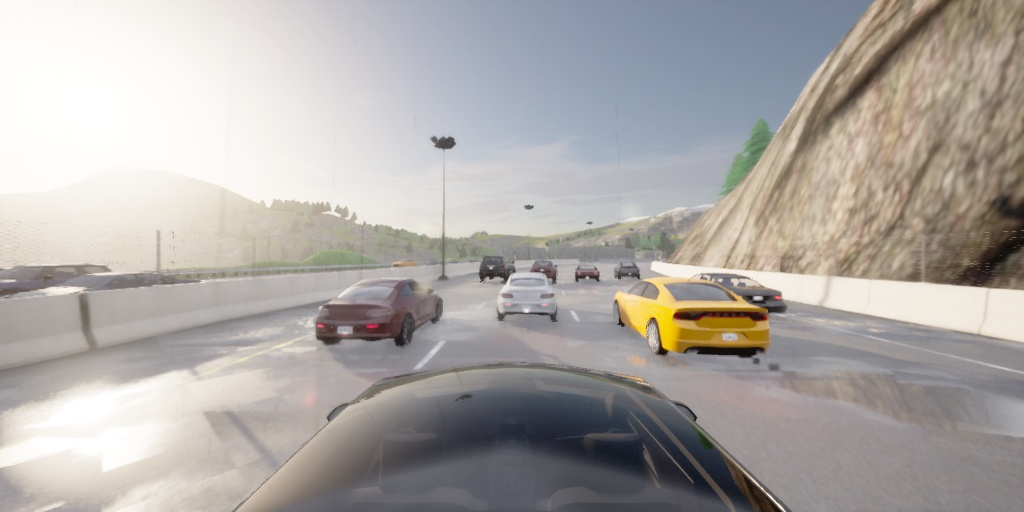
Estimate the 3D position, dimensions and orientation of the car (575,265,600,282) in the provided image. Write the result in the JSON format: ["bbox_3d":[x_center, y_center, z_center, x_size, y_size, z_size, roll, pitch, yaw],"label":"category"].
[{"bbox_3d":[6.161,1.373,29.653,1.895,1.301,4.718,0,0,10],"label":"car"}]

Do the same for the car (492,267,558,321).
[{"bbox_3d":[0.564,1.280,12.365,1.812,1.442,4.674,0,0,4],"label":"car"}]

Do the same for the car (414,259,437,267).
[{"bbox_3d":[-12.727,1.222,56.459,2.128,1.511,4.902,0,0,17],"label":"car"}]

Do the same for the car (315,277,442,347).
[{"bbox_3d":[-3.134,1.270,9.239,1.812,1.442,4.674,0,0,2],"label":"car"}]

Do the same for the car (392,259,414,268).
[{"bbox_3d":[-16.604,1.198,55.701,1.882,1.535,5.008,0,0,17],"label":"car"}]

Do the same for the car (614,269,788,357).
[{"bbox_3d":[3.851,1.239,8.637,1.882,1.535,5.008,0,0,2],"label":"car"}]

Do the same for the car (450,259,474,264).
[{"bbox_3d":[-6.704,1.222,52.224,1.882,1.535,5.008,0,0,16],"label":"car"}]

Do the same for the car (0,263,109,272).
[{"bbox_3d":[-17.107,1.062,12.959,2.097,1.767,4.553,0,0,4],"label":"car"}]

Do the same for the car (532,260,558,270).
[{"bbox_3d":[2.693,1.115,29.928,2.097,1.767,4.553,0,0,10],"label":"car"}]

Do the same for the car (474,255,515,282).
[{"bbox_3d":[-1.095,0.975,28.693,2.150,2.045,5.566,0,0,9],"label":"car"}]

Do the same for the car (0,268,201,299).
[{"bbox_3d":[-13.683,1.266,12.352,2.033,1.411,5.357,0,0,3],"label":"car"}]

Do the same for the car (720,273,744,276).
[{"bbox_3d":[7.607,1.319,13.307,2.033,1.411,5.357,0,0,4],"label":"car"}]

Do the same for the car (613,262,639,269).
[{"bbox_3d":[10.156,1.274,31.882,2.128,1.511,4.902,0,0,11],"label":"car"}]

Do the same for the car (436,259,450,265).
[{"bbox_3d":[-9.417,1.303,55.348,1.994,1.385,4.181,0,0,17],"label":"car"}]
